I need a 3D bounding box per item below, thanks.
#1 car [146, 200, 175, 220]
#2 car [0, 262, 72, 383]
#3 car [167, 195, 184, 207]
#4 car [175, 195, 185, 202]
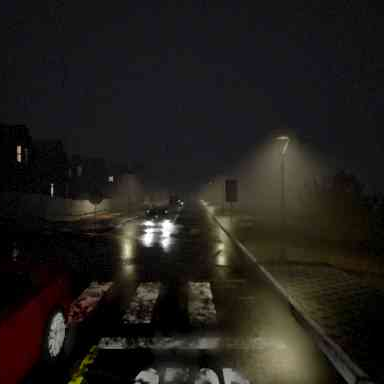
[{"bbox_3d":[-2.778,1.629,28.545,1.895,1.301,4.718,0,0,0],"label":"car"},{"bbox_3d":[-2.744,1.492,3.012,1.882,1.535,5.008,0,0,0],"label":"car"},{"bbox_3d":[-2.803,1.344,52.265,2.097,1.767,4.553,0,-1,0],"label":"car"},{"bbox_3d":[-2.828,1.555,77.444,2.128,1.511,4.902,0,0,0],"label":"car"}]
